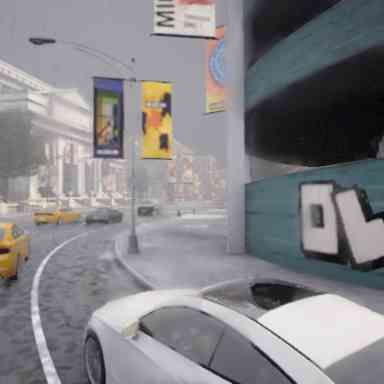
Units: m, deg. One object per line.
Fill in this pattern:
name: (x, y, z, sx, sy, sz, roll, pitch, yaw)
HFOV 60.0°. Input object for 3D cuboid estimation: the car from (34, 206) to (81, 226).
car: (-11.013, 1.922, 27.568, 1.882, 1.535, 5.008, 0, -1, 8)

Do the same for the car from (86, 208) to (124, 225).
car: (-7.343, 2.008, 28.355, 1.994, 1.385, 4.181, 0, -1, 9)

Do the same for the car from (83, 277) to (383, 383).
car: (0.478, 1.572, 3.121, 1.812, 1.442, 4.674, 0, -1, -36)

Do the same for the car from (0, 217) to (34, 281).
car: (-6.110, 1.648, 10.045, 1.882, 1.535, 5.008, 0, -1, -21)

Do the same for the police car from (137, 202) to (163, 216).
police car: (-5.004, 2.043, 40.603, 1.930, 1.638, 5.238, 0, -1, 12)
